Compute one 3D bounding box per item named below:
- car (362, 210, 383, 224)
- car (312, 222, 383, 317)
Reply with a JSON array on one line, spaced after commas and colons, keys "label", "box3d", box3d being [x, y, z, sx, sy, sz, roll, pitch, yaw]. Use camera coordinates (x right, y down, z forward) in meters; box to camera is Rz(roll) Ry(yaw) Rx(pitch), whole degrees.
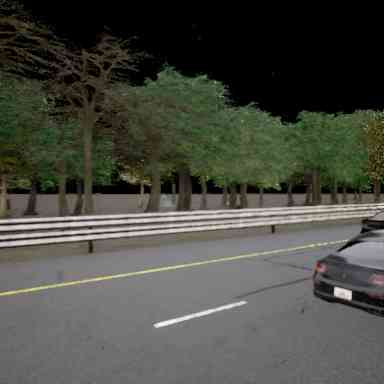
[{"label": "car", "box3d": [9.558, 1.472, 14.861, 5.008, 1.535, 1.882, 0, 0, -36]}, {"label": "car", "box3d": [4.387, 1.524, 6.875, 4.674, 1.442, 1.812, 0, 0, -35]}]
